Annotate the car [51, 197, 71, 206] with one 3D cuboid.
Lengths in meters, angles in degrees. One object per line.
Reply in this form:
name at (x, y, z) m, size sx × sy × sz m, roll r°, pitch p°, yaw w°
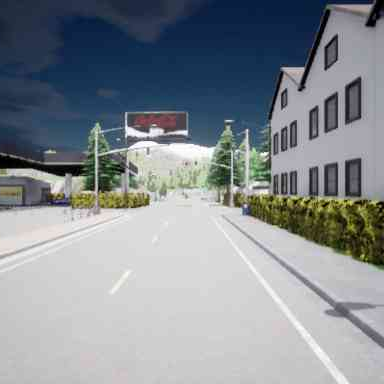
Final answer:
car at (-22.171, 1.641, 58.170) m, size 4.611 × 1.667 × 2.242 m, roll 0°, pitch 0°, yaw 0°
